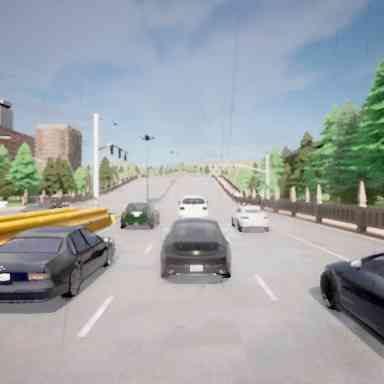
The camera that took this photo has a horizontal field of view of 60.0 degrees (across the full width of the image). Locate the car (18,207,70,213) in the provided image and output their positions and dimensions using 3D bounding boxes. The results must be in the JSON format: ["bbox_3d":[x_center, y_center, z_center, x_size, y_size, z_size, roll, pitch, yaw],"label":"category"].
[{"bbox_3d":[-10.493,1.248,24.112,2.033,1.411,5.357,0,0,0],"label":"car"}]

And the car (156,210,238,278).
[{"bbox_3d":[0.102,1.546,10.291,1.837,1.490,4.892,0,0,0],"label":"car"}]

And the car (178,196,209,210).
[{"bbox_3d":[0.111,1.323,25.959,2.150,2.045,5.566,0,0,0],"label":"car"}]

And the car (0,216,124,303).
[{"bbox_3d":[-3.399,1.580,8.479,2.033,1.411,5.357,0,0,0],"label":"car"}]

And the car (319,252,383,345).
[{"bbox_3d":[3.599,1.584,5.170,1.994,1.385,4.181,0,0,0],"label":"car"}]

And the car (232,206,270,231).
[{"bbox_3d":[3.602,1.606,20.887,1.812,1.442,4.674,0,0,0],"label":"car"}]

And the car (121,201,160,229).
[{"bbox_3d":[-3.394,1.439,22.552,2.097,1.767,4.553,0,0,0],"label":"car"}]
